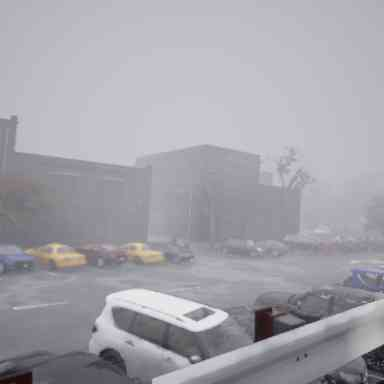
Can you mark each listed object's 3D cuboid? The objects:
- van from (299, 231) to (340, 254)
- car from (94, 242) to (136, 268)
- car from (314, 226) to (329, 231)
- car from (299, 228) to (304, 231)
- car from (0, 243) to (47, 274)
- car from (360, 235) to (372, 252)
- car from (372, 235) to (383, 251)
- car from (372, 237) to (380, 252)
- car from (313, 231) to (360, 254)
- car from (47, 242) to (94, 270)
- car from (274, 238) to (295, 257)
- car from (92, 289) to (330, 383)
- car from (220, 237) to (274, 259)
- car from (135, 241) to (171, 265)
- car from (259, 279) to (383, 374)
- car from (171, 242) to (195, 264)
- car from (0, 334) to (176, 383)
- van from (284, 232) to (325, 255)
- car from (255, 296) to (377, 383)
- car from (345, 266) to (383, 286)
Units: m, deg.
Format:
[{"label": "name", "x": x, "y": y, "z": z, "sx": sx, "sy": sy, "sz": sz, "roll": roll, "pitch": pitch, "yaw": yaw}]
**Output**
[{"label": "van", "x": 14.679, "y": 6.164, "z": 39.538, "sx": 4.442, "sy": 1.987, "sz": 1.878, "roll": 1, "pitch": -4, "yaw": 34}, {"label": "car", "x": -6.791, "y": 4.378, "z": 23.963, "sx": 5.008, "sy": 1.535, "sz": 2.097, "roll": 1, "pitch": -4, "yaw": 34}, {"label": "car", "x": 26.016, "y": 8.036, "z": 66.868, "sx": 2.435, "sy": 2.045, "sz": 5.566, "roll": 2, "pitch": -2, "yaw": 36}, {"label": "car", "x": 22.727, "y": 8.307, "z": 71.998, "sx": 1.946, "sy": 1.575, "sz": 5.366, "roll": 1, "pitch": -3, "yaw": 36}, {"label": "car", "x": -11.590, "y": 3.929, "z": 20.510, "sx": 5.008, "sy": 1.535, "sz": 2.097, "roll": 1, "pitch": -4, "yaw": 35}, {"label": "car", "x": 19.597, "y": 6.587, "z": 42.911, "sx": 5.566, "sy": 2.045, "sz": 2.435, "roll": 1, "pitch": -4, "yaw": 34}, {"label": "car", "x": 24.334, "y": 7.031, "z": 46.373, "sx": 5.566, "sy": 2.045, "sz": 2.435, "roll": 1, "pitch": -4, "yaw": 34}, {"label": "car", "x": 21.979, "y": 7.091, "z": 44.629, "sx": 4.792, "sy": 1.488, "sz": 2.163, "roll": 1, "pitch": -4, "yaw": 34}, {"label": "car", "x": 17.200, "y": 6.364, "z": 41.189, "sx": 5.566, "sy": 2.045, "sz": 2.435, "roll": 1, "pitch": -4, "yaw": 34}, {"label": "car", "x": -9.347, "y": 4.148, "z": 22.336, "sx": 5.366, "sy": 1.575, "sz": 1.946, "roll": 1, "pitch": -4, "yaw": 34}, {"label": "car", "x": 7.584, "y": 5.723, "z": 34.299, "sx": 4.892, "sy": 1.521, "sz": 2.231, "roll": 1, "pitch": -4, "yaw": 34}, {"label": "car", "x": -0.011, "y": 3.838, "z": 7.926, "sx": 5.566, "sy": 2.045, "sz": 2.435, "roll": 3, "pitch": -3, "yaw": 34}, {"label": "car", "x": 5.165, "y": 5.372, "z": 32.598, "sx": 4.553, "sy": 1.767, "sz": 2.185, "roll": 1, "pitch": -4, "yaw": 34}, {"label": "car", "x": -4.555, "y": 4.596, "z": 25.780, "sx": 5.366, "sy": 1.575, "sz": 1.946, "roll": 1, "pitch": -4, "yaw": 34}, {"label": "car", "x": 4.833, "y": 4.294, "z": 11.486, "sx": 5.566, "sy": 2.045, "sz": 2.435, "roll": 3, "pitch": -2, "yaw": 34}, {"label": "car", "x": -1.978, "y": 4.856, "z": 27.395, "sx": 4.792, "sy": 1.488, "sz": 2.163, "roll": 1, "pitch": -4, "yaw": 34}, {"label": "car", "x": -2.528, "y": 3.887, "z": 6.193, "sx": 4.792, "sy": 1.488, "sz": 2.163, "roll": 3, "pitch": -2, "yaw": 34}, {"label": "van", "x": 12.282, "y": 5.941, "z": 37.816, "sx": 4.442, "sy": 1.987, "sz": 1.878, "roll": 1, "pitch": -4, "yaw": 34}, {"label": "car", "x": 2.392, "y": 4.318, "z": 9.712, "sx": 4.892, "sy": 1.521, "sz": 2.231, "roll": 3, "pitch": -3, "yaw": 34}, {"label": "car", "x": 9.776, "y": 4.753, "z": 14.967, "sx": 5.566, "sy": 2.045, "sz": 2.435, "roll": 3, "pitch": -3, "yaw": 34}]
